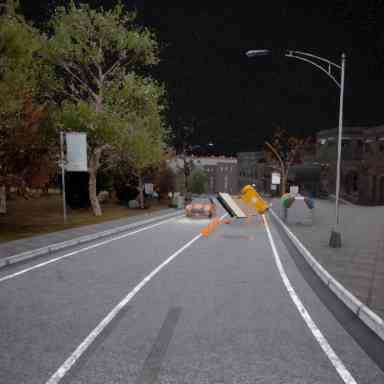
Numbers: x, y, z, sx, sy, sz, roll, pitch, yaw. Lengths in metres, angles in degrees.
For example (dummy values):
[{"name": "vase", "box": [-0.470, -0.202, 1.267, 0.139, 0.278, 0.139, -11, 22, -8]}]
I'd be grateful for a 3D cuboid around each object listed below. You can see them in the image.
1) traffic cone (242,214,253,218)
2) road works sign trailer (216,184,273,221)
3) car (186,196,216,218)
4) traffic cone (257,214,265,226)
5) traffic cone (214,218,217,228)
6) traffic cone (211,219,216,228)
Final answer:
[{"name": "traffic cone", "box": [3.688, 1.927, 21.997, 0.340, 0.580, 0.340, 2, 2, 7]}, {"name": "road works sign trailer", "box": [3.305, 1.093, 23.634, 3.560, 2.880, 2.380, 4, 42, -51]}, {"name": "car", "box": [0.853, 1.233, 28.564, 2.097, 1.767, 4.553, 1, 0, 11]}, {"name": "traffic cone", "box": [4.677, 1.946, 21.973, 0.340, 0.580, 0.340, 1, 0, 20]}, {"name": "traffic cone", "box": [1.362, 1.895, 20.443, 0.340, 0.580, 0.340, 1, 0, 11]}, {"name": "traffic cone", "box": [0.988, 1.900, 18.479, 0.340, 0.580, 0.340, 1, 0, 11]}]
